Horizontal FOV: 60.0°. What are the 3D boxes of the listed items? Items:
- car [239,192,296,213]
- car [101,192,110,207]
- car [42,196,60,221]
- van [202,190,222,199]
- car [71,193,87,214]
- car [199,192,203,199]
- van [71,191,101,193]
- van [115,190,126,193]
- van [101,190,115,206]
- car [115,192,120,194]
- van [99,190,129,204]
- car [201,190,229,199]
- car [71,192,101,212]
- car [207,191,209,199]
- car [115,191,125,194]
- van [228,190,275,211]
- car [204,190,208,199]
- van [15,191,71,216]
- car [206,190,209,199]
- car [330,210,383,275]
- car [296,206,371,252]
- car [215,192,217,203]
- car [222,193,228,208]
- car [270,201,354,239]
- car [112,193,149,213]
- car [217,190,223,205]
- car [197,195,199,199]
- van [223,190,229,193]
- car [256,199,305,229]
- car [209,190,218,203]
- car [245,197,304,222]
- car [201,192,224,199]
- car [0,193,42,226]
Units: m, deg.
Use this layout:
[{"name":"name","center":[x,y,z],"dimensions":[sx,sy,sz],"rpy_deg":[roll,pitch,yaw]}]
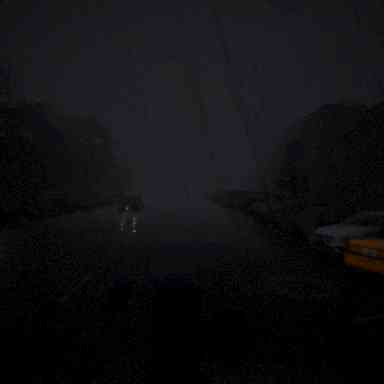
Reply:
[{"name":"car","center":[6.037,1.079,23.117],"dimensions":[4.553,1.767,2.185],"rpy_deg":[0,1,-21]},{"name":"car","center":[-12.077,1.123,37.506],"dimensions":[4.674,1.452,2.002],"rpy_deg":[-1,1,-21]},{"name":"car","center":[-11.833,1.268,22.780],"dimensions":[4.792,1.488,2.163],"rpy_deg":[-1,1,-21]},{"name":"van","center":[4.951,0.614,81.805],"dimensions":[4.442,1.987,1.878],"rpy_deg":[1,-2,-21]},{"name":"car","center":[-11.909,1.173,28.678],"dimensions":[4.892,1.521,2.231],"rpy_deg":[-1,1,-21]},{"name":"car","center":[4.941,0.803,69.967],"dimensions":[5.366,1.575,1.946],"rpy_deg":[1,0,-21]},{"name":"van","center":[-12.138,0.889,34.518],"dimensions":[4.442,1.987,1.878],"rpy_deg":[-1,1,-21]},{"name":"van","center":[-12.412,0.761,49.235],"dimensions":[4.442,1.987,1.878],"rpy_deg":[-1,1,-21]},{"name":"van","center":[-12.034,0.829,40.497],"dimensions":[4.442,1.987,1.878],"rpy_deg":[-1,0,-21]},{"name":"car","center":[-12.194,1.072,43.398],"dimensions":[4.674,1.452,2.002],"rpy_deg":[-1,0,-21]},{"name":"van","center":[-12.252,0.735,52.271],"dimensions":[4.442,1.987,1.878],"rpy_deg":[-1,0,-21]},{"name":"car","center":[5.026,0.539,72.959],"dimensions":[5.566,2.045,2.435],"rpy_deg":[1,0,-21]},{"name":"car","center":[-11.799,1.135,31.690],"dimensions":[5.366,1.575,1.946],"rpy_deg":[-1,0,-21]},{"name":"car","center":[5.423,0.958,52.432],"dimensions":[4.792,1.488,2.163],"rpy_deg":[1,1,-21]},{"name":"car","center":[-12.252,1.047,46.343],"dimensions":[4.674,1.452,2.002],"rpy_deg":[-1,0,-21]},{"name":"van","center":[5.791,0.912,28.928],"dimensions":[4.442,1.987,1.878],"rpy_deg":[0,1,-21]},{"name":"car","center":[5.465,0.866,61.300],"dimensions":[5.366,1.575,1.946],"rpy_deg":[1,0,-21]},{"name":"van","center":[-11.969,0.982,25.684],"dimensions":[4.442,1.987,1.878],"rpy_deg":[-1,1,-21]},{"name":"car","center":[5.574,0.906,55.440],"dimensions":[5.366,1.575,1.946],"rpy_deg":[1,0,-21]},{"name":"car","center":[6.450,1.377,8.517],"dimensions":[5.366,1.575,1.946],"rpy_deg":[0,0,-21]},{"name":"car","center":[6.227,1.383,11.378],"dimensions":[4.674,1.452,2.002],"rpy_deg":[0,1,-21]},{"name":"car","center":[5.677,1.063,40.706],"dimensions":[4.674,1.452,2.002],"rpy_deg":[0,1,-21]},{"name":"car","center":[5.834,1.107,31.910],"dimensions":[5.008,1.535,2.097],"rpy_deg":[0,0,-21]},{"name":"car","center":[6.180,1.310,14.308],"dimensions":[4.892,1.521,2.231],"rpy_deg":[0,1,-21]},{"name":"car","center":[-5.664,1.139,31.294],"dimensions":[2.128,1.511,4.902],"rpy_deg":[0,1,-1]},{"name":"car","center":[5.702,0.923,37.766],"dimensions":[4.553,1.767,2.185],"rpy_deg":[0,0,-21]},{"name":"car","center":[4.862,0.970,87.676],"dimensions":[5.366,1.575,1.946],"rpy_deg":[1,-2,-21]},{"name":"van","center":[5.895,0.853,34.887],"dimensions":[4.442,1.987,1.878],"rpy_deg":[0,0,-21]},{"name":"car","center":[6.087,1.303,17.232],"dimensions":[4.792,1.488,2.163],"rpy_deg":[0,1,-21]},{"name":"car","center":[5.649,0.746,43.652],"dimensions":[5.566,2.045,2.435],"rpy_deg":[1,0,-21]},{"name":"car","center":[6.066,1.240,20.179],"dimensions":[4.892,1.521,2.231],"rpy_deg":[0,1,-21]},{"name":"car","center":[4.904,0.802,78.837],"dimensions":[4.892,1.521,2.231],"rpy_deg":[1,-1,-21]},{"name":"car","center":[-11.726,1.146,19.856],"dimensions":[4.553,1.767,2.185],"rpy_deg":[-1,1,-21]}]
